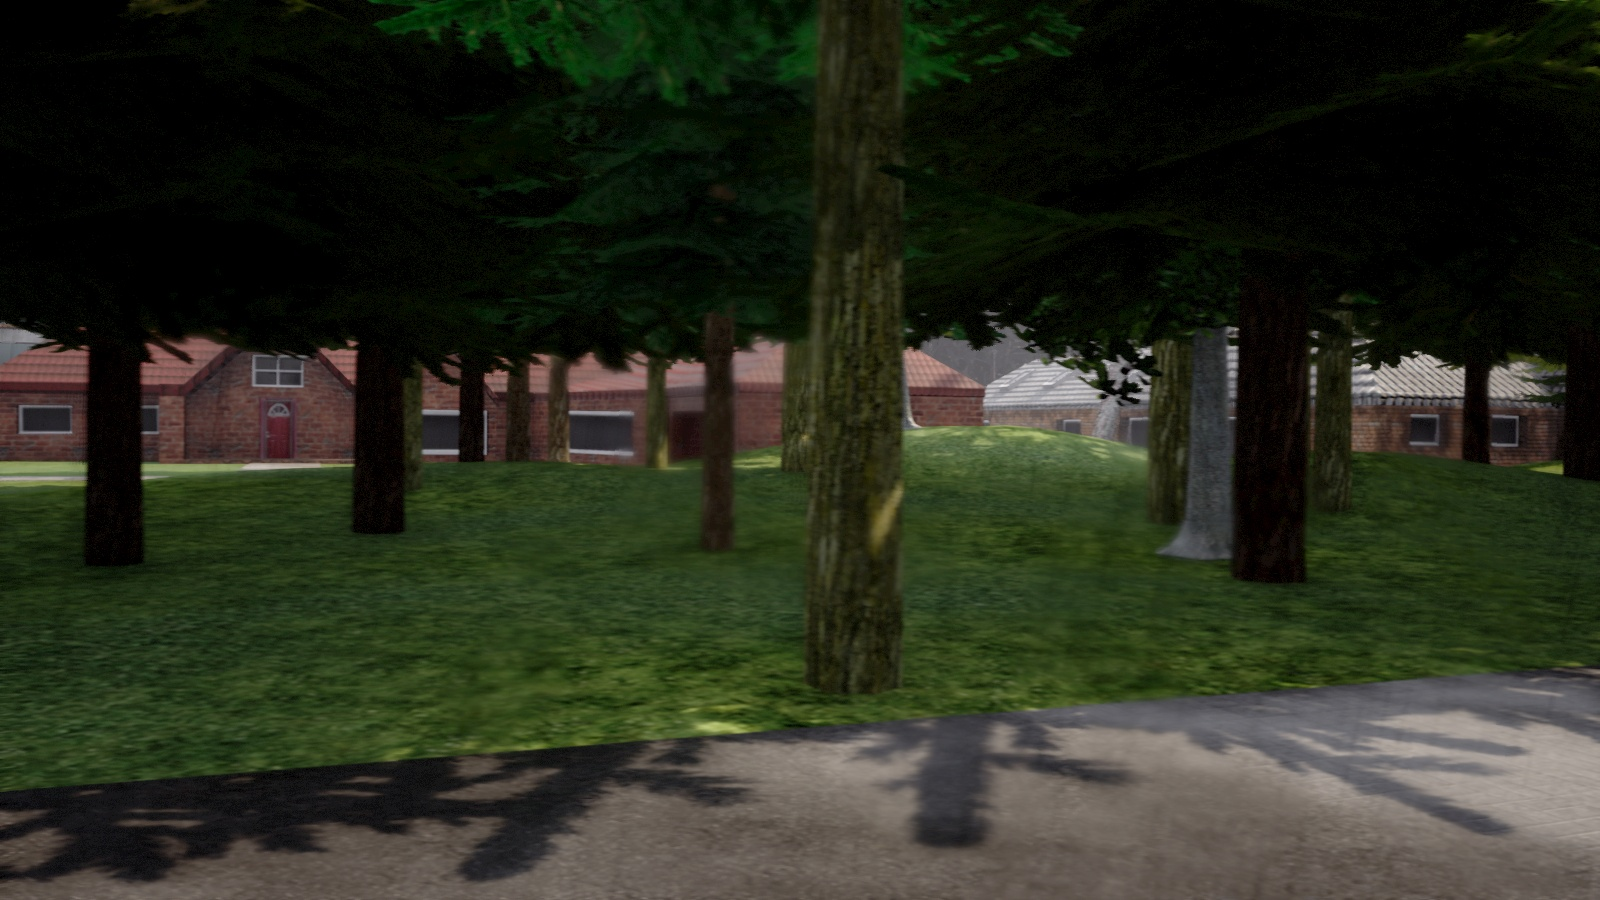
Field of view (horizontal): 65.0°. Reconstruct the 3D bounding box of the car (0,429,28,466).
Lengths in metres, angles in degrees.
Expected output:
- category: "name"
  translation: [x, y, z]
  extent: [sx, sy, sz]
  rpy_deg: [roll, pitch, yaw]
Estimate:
- category: "car"
  translation: [-46.351, -0.119, 69.783]
  extent: [5.566, 2.045, 2.150]
  rpy_deg: [-1, 1, -20]
